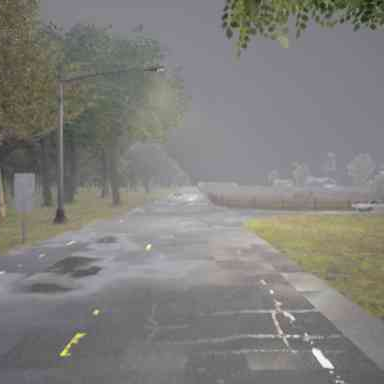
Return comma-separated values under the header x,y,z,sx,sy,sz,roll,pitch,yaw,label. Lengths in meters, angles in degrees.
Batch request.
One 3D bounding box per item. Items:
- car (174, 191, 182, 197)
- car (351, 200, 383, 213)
x,y,z,sx,sy,sz,roll,pitch,yaw,label
-3.478,0.538,83.919,1.994,1.385,4.181,0,1,0,car
18.405,1.403,32.652,4.718,1.301,1.895,0,-1,0,car
